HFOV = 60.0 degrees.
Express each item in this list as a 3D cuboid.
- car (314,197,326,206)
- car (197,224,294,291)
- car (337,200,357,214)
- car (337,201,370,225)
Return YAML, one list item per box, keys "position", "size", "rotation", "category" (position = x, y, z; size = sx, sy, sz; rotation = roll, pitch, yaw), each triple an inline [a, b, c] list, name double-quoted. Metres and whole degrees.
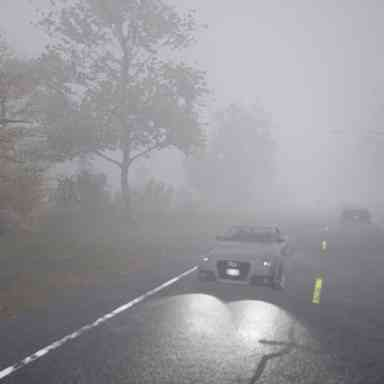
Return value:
- position: [23.848, 1.725, 61.897]
  size: [1.882, 1.535, 5.008]
  rotation: [0, 0, 23]
  category: "car"
- position: [1.677, 1.619, 9.291]
  size: [1.994, 1.385, 4.181]
  rotation: [0, 0, 22]
  category: "car"
- position: [18.231, 1.730, 39.332]
  size: [1.994, 1.385, 4.181]
  rotation: [0, 0, 23]
  category: "car"
- position: [12.314, 1.590, 25.277]
  size: [1.882, 1.535, 5.008]
  rotation: [0, 0, 23]
  category: "car"
